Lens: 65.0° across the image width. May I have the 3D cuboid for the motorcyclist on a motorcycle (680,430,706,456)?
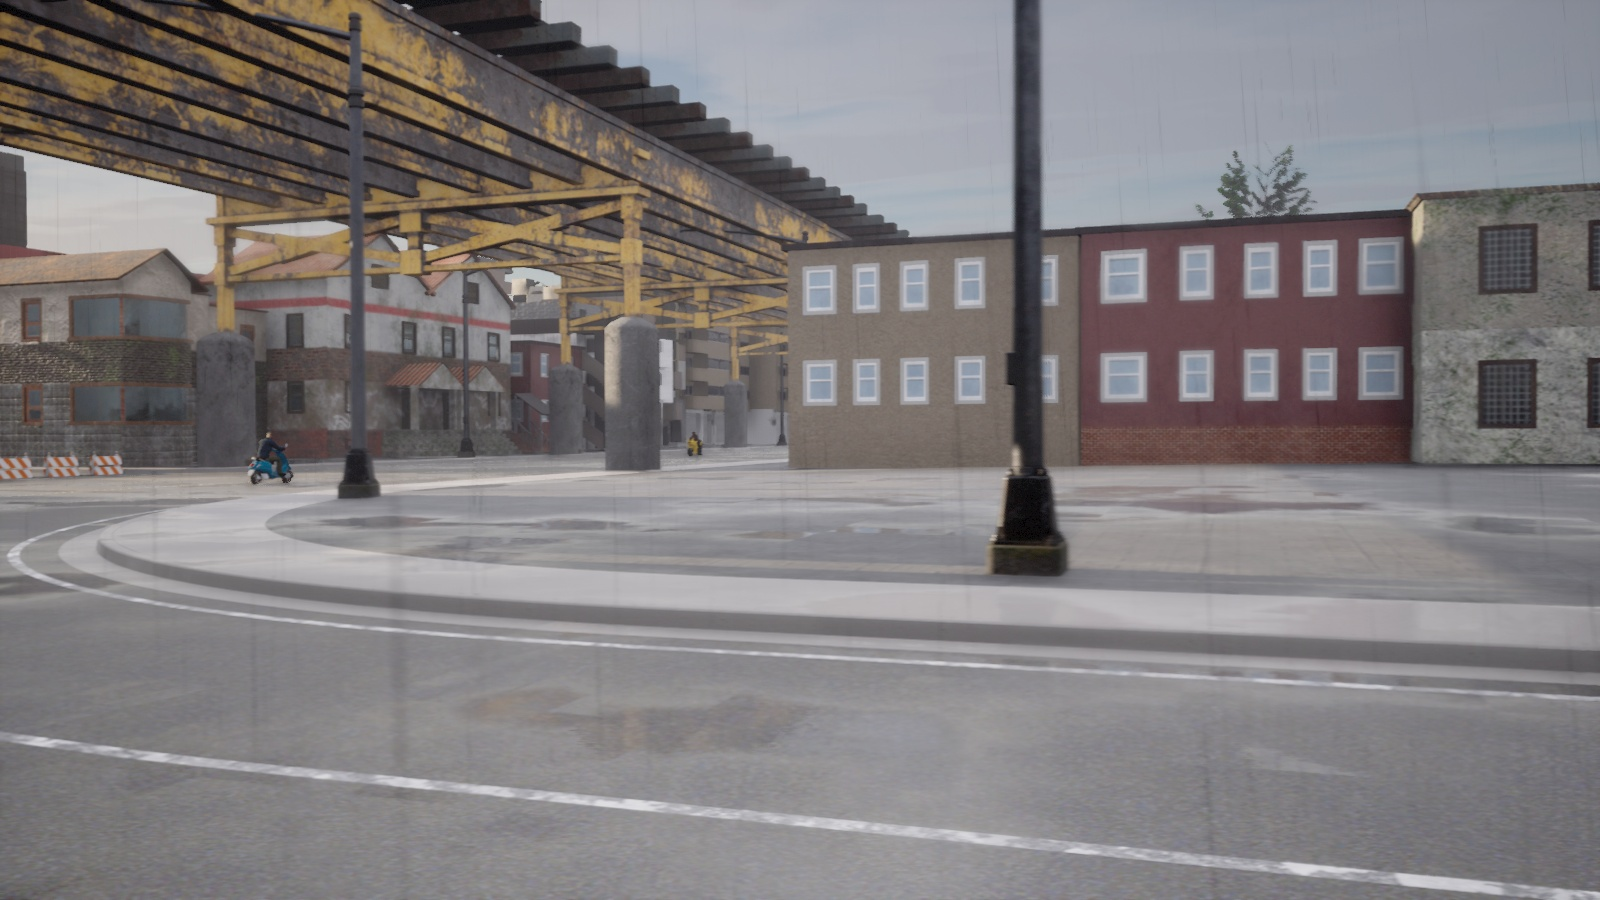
[{"bbox_3d":[-6.430,-0.417,75.878,0.797,1.523,2.044,1,1,19],"label":"motorcyclist on a motorcycle"}]

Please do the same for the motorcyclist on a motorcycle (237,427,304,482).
[{"bbox_3d":[-15.967,0.120,37.905,0.866,1.590,1.817,1,1,18],"label":"motorcyclist on a motorcycle"}]
